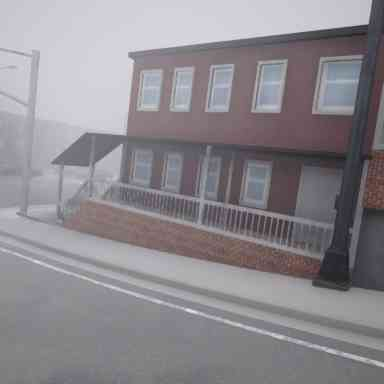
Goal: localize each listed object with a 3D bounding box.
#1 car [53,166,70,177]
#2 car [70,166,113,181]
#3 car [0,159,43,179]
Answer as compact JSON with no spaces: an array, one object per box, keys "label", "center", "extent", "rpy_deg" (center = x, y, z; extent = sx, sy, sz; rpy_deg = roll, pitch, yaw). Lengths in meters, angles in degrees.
[{"label":"car","center":[-14.695,-2.661,42.181],"extent":[2.033,1.411,5.357],"rpy_deg":[11,6,35]},{"label":"car","center":[-11.776,-2.171,40.295],"extent":[1.837,1.490,4.892],"rpy_deg":[11,6,35]},{"label":"car","center":[-17.417,-2.135,32.488],"extent":[2.033,1.411,5.357],"rpy_deg":[11,6,37]}]
